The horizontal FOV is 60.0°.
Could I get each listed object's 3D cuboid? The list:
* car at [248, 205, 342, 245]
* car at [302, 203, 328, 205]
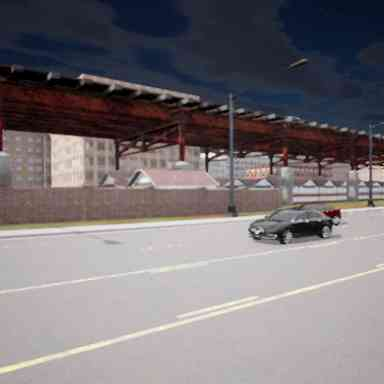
[{"bbox_3d":[4.845,1.554,16.021,4.892,1.490,1.837,0,0,-35],"label":"car"},{"bbox_3d":[8.151,1.499,22.621,5.008,1.535,1.882,0,0,-35],"label":"car"}]
